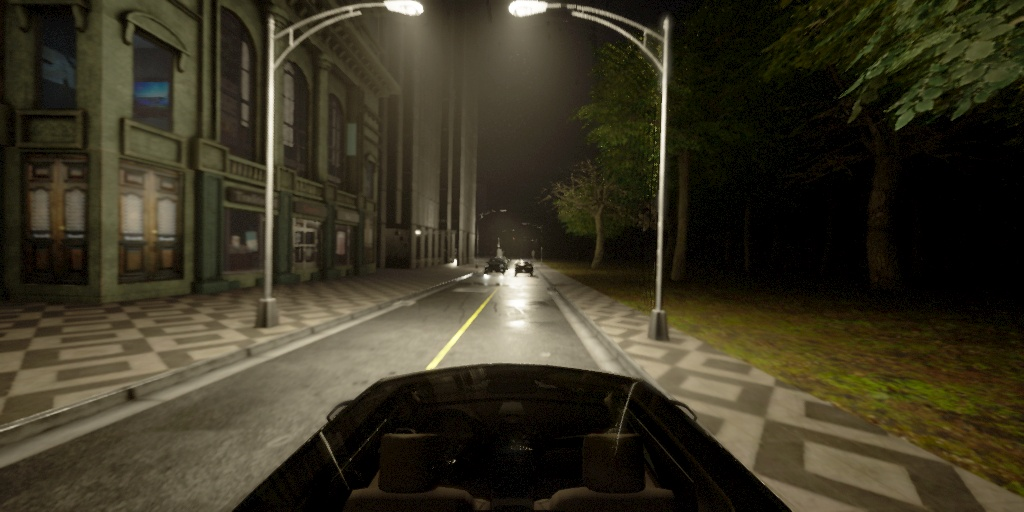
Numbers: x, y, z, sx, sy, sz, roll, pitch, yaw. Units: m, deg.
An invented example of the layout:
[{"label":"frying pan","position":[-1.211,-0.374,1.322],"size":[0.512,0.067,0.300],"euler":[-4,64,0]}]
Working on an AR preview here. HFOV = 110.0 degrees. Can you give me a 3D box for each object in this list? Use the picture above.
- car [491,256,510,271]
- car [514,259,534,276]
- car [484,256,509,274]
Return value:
[{"label":"car","position":[-1.478,0.889,46.729],"size":[2.097,1.767,4.553],"euler":[1,0,2]},{"label":"car","position":[1.218,1.225,36.447],"size":[2.128,1.511,4.902],"euler":[1,0,2]},{"label":"car","position":[-1.755,1.001,38.935],"size":[2.097,1.767,4.553],"euler":[1,0,2]}]
